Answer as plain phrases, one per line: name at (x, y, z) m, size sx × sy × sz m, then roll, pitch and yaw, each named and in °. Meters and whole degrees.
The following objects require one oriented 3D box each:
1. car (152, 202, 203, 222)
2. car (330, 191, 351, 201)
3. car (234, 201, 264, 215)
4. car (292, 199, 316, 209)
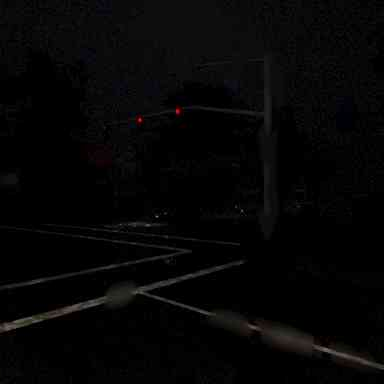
car at (-1.052, 1.526, 26.206) m, size 1.812 × 1.442 × 4.674 m, roll 0°, pitch 0°, yaw 41°
car at (25.259, 0.839, 56.299) m, size 2.150 × 2.045 × 5.566 m, roll 0°, pitch 0°, yaw 41°
car at (6.426, 1.601, 34.802) m, size 1.895 × 1.301 × 4.718 m, roll 0°, pitch 0°, yaw 41°
car at (15.269, 1.601, 44.959) m, size 1.895 × 1.301 × 4.718 m, roll 0°, pitch 0°, yaw 41°
